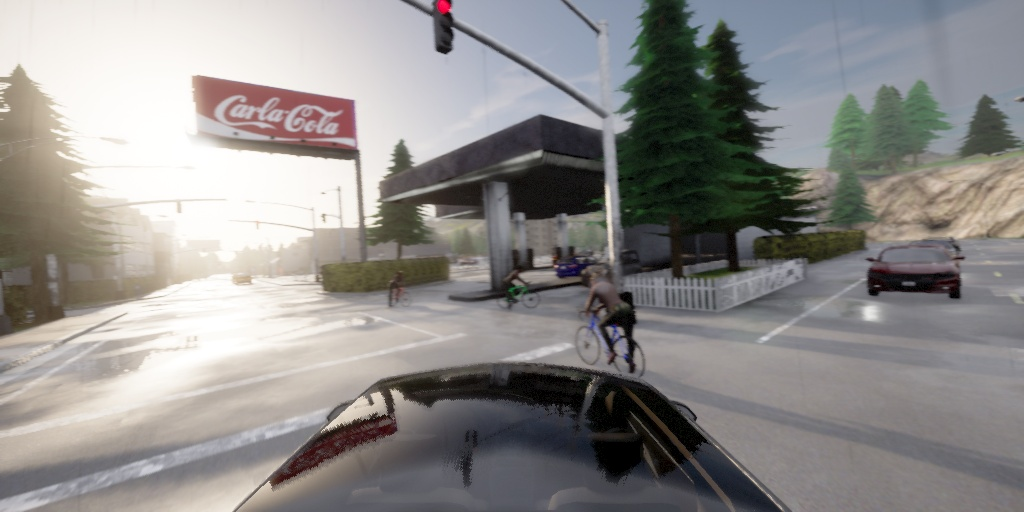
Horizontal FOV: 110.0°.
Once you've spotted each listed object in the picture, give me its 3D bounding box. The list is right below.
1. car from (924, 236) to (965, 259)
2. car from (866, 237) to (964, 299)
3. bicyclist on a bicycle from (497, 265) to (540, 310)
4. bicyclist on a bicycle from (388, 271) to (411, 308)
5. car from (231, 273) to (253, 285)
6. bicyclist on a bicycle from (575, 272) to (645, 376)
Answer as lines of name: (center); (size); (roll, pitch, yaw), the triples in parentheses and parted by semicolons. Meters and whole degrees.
car: (20.900, -0.118, 17.955); (5.357, 1.411, 2.033); (-4, 1, -39)
car: (13.222, 0.373, 11.783); (5.008, 1.535, 1.882); (-4, 1, -39)
bicyclist on a bicycle: (0.201, 1.187, 13.492); (1.656, 1.620, 0.582); (-3, 1, 11)
bicyclist on a bicycle: (-5.130, 1.498, 16.198); (1.656, 1.620, 0.582); (-3, 0, 36)
car: (-37.360, 3.147, 49.798); (1.882, 1.535, 5.008); (-4, 1, -39)
bicyclist on a bicycle: (1.505, 1.083, 5.824); (0.582, 1.620, 1.656); (-3, 0, -26)
